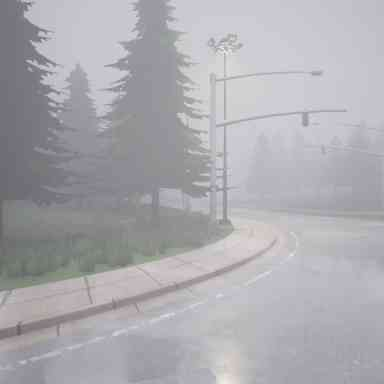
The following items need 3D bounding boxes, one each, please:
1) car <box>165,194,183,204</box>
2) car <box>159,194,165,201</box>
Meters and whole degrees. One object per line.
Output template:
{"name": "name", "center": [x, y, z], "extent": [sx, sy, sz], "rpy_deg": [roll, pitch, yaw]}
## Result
{"name": "car", "center": [-3.165, 1.547, 65.415], "extent": [2.033, 1.411, 5.357], "rpy_deg": [0, 0, -21]}
{"name": "car", "center": [-7.033, 1.186, 75.158], "extent": [2.150, 2.045, 5.566], "rpy_deg": [0, 0, -21]}
